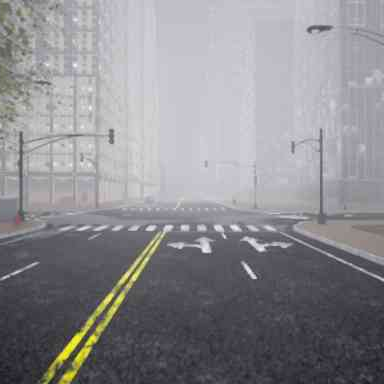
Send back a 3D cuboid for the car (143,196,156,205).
[{"bbox_3d":[-7.181,1.428,56.903,1.837,1.490,4.892,0,1,-1],"label":"car"}]
